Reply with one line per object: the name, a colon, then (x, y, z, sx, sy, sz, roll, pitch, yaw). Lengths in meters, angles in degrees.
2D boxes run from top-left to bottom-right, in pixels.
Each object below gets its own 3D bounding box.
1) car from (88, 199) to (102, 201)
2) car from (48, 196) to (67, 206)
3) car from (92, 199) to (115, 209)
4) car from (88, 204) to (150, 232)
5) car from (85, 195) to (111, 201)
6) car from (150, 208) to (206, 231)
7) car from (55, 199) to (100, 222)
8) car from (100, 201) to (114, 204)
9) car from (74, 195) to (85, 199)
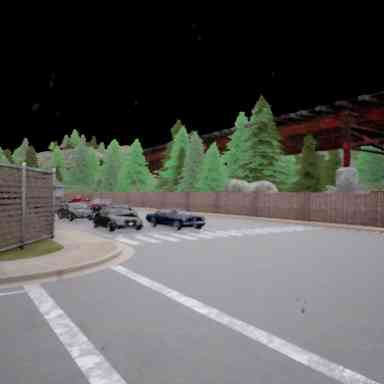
car: (-12.104, 1.756, 37.109, 1.895, 1.301, 4.718, 1, -1, -36)
car: (-24.516, 1.556, 60.538, 2.097, 1.767, 4.553, 1, 0, -36)
car: (-13.798, 1.775, 51.644, 1.812, 1.442, 4.674, 1, -1, -35)
car: (-4.704, 1.673, 20.905, 1.994, 1.385, 4.181, 1, -1, -36)
car: (-11.705, 1.556, 42.862, 2.097, 1.767, 4.553, 1, -1, -36)
car: (-1.116, 1.757, 21.912, 1.895, 1.301, 4.718, 1, -1, -36)
car: (-9.725, 1.614, 27.848, 1.837, 1.490, 4.892, 1, -1, -36)
car: (-6.263, 1.720, 29.033, 1.994, 1.385, 4.181, 1, -1, -36)
car: (-19.680, 1.469, 59.679, 2.150, 2.045, 5.566, 1, -1, -36)
